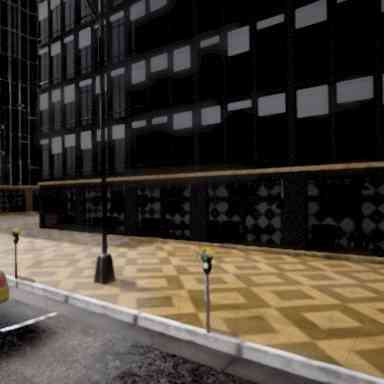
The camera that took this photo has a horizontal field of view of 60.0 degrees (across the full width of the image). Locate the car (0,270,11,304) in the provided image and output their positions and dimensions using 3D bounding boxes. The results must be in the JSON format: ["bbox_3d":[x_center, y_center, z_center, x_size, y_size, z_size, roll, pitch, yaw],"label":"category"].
[{"bbox_3d":[-5.608,1.605,6.879,4.829,1.417,1.752,-1,-1,35],"label":"car"}]
